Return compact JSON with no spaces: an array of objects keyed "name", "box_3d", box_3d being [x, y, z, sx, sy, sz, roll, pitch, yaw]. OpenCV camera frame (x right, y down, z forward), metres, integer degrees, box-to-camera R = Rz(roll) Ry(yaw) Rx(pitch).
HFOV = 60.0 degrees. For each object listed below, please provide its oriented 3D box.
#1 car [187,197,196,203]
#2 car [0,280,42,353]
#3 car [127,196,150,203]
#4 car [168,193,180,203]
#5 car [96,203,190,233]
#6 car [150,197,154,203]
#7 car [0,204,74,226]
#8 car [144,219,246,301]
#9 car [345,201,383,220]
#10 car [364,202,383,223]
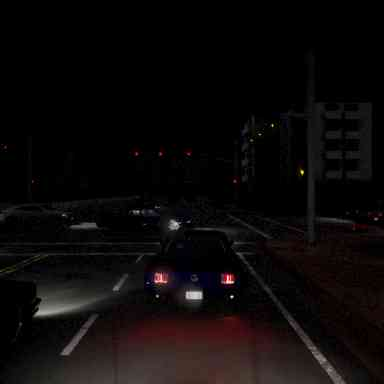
[{"name":"car","box_3d":[-0.147,1.601,67.360,1.895,1.301,4.718,0,0,0]},{"name":"car","box_3d":[-3.452,1.547,3.087,2.033,1.411,5.357,0,0,0]},{"name":"car","box_3d":[-7.178,1.547,43.300,2.033,1.411,5.357,0,0,0]},{"name":"car","box_3d":[-3.647,1.221,67.338,2.150,2.045,5.566,0,0,0]},{"name":"car","box_3d":[-2.707,1.548,19.182,5.357,1.411,2.033,0,0,-1]},{"name":"car","box_3d":[-7.195,1.505,53.446,1.837,1.490,4.892,0,0,0]},{"name":"car","box_3d":[-10.497,1.525,22.634,4.674,1.442,1.812,0,0,0]},{"name":"car","box_3d":[0.114,1.601,8.291,1.895,1.301,4.718,0,0,2]},{"name":"car","box_3d":[15.001,1.505,27.013,4.892,1.490,1.837,0,0,-2]},{"name":"car","box_3d":[15.099,1.601,23.426,4.718,1.301,1.895,0,0,-3]}]
